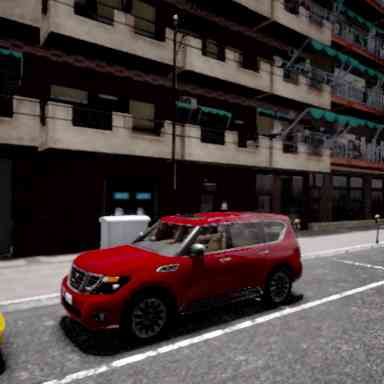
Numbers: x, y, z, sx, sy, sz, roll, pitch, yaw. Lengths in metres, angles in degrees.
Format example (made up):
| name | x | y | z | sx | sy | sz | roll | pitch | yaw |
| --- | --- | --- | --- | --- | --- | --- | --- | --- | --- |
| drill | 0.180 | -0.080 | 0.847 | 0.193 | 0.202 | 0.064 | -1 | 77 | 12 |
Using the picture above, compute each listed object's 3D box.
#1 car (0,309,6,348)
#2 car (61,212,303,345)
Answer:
| name | x | y | z | sx | sy | sz | roll | pitch | yaw |
| --- | --- | --- | --- | --- | --- | --- | --- | --- | --- |
| car | -4.611 | 1.510 | 3.256 | 4.829 | 1.417 | 1.752 | 1 | 0 | -36 |
| car | 0.132 | 1.365 | 6.655 | 5.009 | 1.841 | 2.192 | 1 | 0 | -36 |
